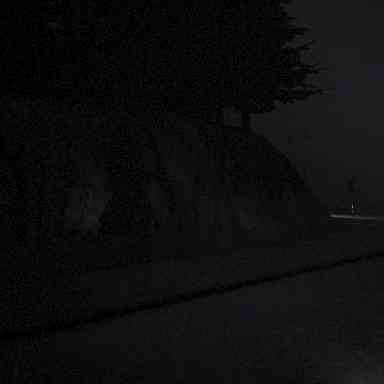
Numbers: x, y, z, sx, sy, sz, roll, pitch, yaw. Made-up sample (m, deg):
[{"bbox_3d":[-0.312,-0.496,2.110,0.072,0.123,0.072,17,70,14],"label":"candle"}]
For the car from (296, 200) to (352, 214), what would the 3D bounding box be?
[{"bbox_3d":[14.396,1.547,35.940,2.033,1.411,5.357,0,0,-34],"label":"car"}]
